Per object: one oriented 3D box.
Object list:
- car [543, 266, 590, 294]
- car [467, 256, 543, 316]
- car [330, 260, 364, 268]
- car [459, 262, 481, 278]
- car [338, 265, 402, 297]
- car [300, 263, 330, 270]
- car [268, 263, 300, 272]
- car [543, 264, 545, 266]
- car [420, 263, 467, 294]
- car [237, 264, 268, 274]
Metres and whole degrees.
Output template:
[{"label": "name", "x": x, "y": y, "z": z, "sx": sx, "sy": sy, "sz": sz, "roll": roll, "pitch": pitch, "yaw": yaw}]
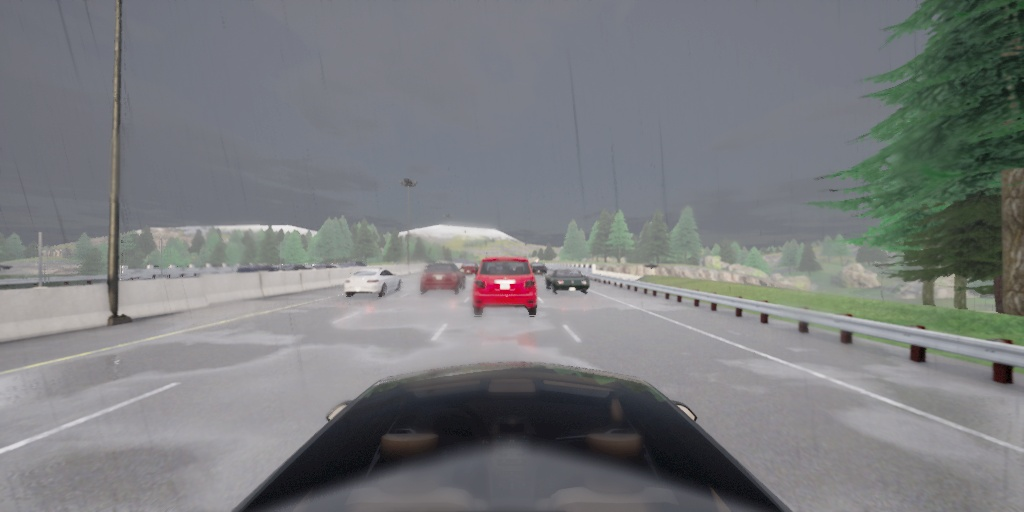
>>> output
[{"label": "car", "x": 3.083, "y": 1.439, "z": 20.941, "sx": 1.895, "sy": 1.301, "sz": 4.718, "roll": 0, "pitch": 0, "yaw": -2}, {"label": "car", "x": -0.245, "y": 1.033, "z": 13.764, "sx": 2.150, "sy": 2.045, "sz": 5.566, "roll": 0, "pitch": 0, "yaw": -1}, {"label": "car", "x": -18.699, "y": 1.317, "z": 41.570, "sx": 2.097, "sy": 1.767, "sz": 4.553, "roll": 0, "pitch": 0, "yaw": -2}, {"label": "car", "x": -4.409, "y": 1.409, "z": 38.165, "sx": 1.882, "sy": 1.535, "sz": 5.008, "roll": 0, "pitch": -1, "yaw": -1}, {"label": "car", "x": -7.389, "y": 1.370, "z": 19.348, "sx": 1.812, "sy": 1.442, "sz": 4.674, "roll": 0, "pitch": 0, "yaw": -1}, {"label": "car", "x": -22.206, "y": 1.534, "z": 41.813, "sx": 1.994, "sy": 1.385, "sz": 4.181, "roll": 0, "pitch": 0, "yaw": -2}, {"label": "car", "x": -25.703, "y": 1.538, "z": 41.677, "sx": 1.994, "sy": 1.385, "sz": 4.181, "roll": 0, "pitch": 0, "yaw": -2}, {"label": "car", "x": 2.591, "y": 1.400, "z": 38.313, "sx": 1.882, "sy": 1.535, "sz": 5.008, "roll": 0, "pitch": -1, "yaw": -2}, {"label": "car", "x": -3.926, "y": 1.201, "z": 21.114, "sx": 2.097, "sy": 1.767, "sz": 4.553, "roll": 0, "pitch": 0, "yaw": -2}, {"label": "car", "x": -29.196, "y": 1.578, "z": 41.314, "sx": 1.895, "sy": 1.301, "sz": 4.718, "roll": 0, "pitch": 0, "yaw": -2}]
